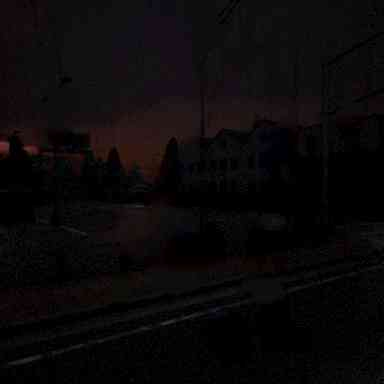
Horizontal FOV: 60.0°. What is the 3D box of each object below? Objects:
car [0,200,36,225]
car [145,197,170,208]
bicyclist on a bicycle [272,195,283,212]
[{"bbox_3d":[-11.640,1.316,22.024,2.007,1.523,4.514,0,0,-36],"label":"car"},{"bbox_3d":[-4.698,1.362,45.111,1.812,1.442,4.674,0,0,-35],"label":"car"},{"bbox_3d":[8.492,1.139,33.060,1.656,1.620,0.582,0,0,-35],"label":"bicyclist on a bicycle"}]
